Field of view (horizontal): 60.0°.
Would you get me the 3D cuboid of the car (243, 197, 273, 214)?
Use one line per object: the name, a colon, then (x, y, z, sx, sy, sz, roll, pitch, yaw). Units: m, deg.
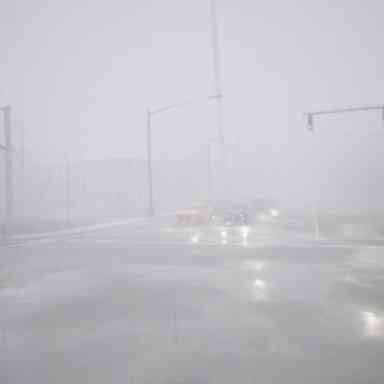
car: (6.856, 1.444, 34.445, 1.837, 1.490, 4.892, -2, 0, 20)

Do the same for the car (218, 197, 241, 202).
car: (3.485, 1.550, 35.402, 1.837, 1.490, 4.892, -2, 0, 20)

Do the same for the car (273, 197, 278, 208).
car: (10.206, 1.380, 43.742, 1.895, 1.301, 4.718, -2, 0, 20)

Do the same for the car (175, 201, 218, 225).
car: (0.267, 1.649, 26.480, 1.882, 1.535, 5.008, -2, 0, 20)

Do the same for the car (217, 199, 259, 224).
car: (3.664, 1.568, 25.600, 1.837, 1.490, 4.892, -2, 0, 20)

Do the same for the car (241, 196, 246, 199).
car: (6.945, 1.384, 45.017, 1.837, 1.490, 4.892, -2, 0, 20)
